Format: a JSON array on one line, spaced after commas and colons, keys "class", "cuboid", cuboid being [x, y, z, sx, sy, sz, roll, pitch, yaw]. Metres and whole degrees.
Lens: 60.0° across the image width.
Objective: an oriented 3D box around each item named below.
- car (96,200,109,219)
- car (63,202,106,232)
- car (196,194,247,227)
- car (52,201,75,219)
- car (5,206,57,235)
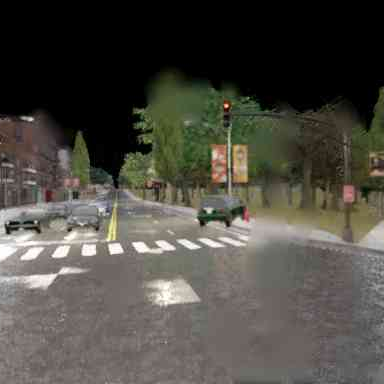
[{"class": "car", "cuboid": [-8.954, 1.756, 30.880, 1.812, 1.442, 4.674, -1, 0, -12]}, {"class": "car", "cuboid": [-6.858, 1.653, 21.627, 1.837, 1.490, 4.892, -1, 0, -12]}, {"class": "car", "cuboid": [2.187, 1.177, 23.380, 2.150, 2.045, 5.566, -1, 3, 25]}, {"class": "car", "cuboid": [-12.183, 1.840, 30.442, 1.994, 1.385, 4.181, -1, 0, -12]}, {"class": "car", "cuboid": [-9.988, 1.791, 20.701, 1.895, 1.301, 4.718, -1, 0, -13]}]
